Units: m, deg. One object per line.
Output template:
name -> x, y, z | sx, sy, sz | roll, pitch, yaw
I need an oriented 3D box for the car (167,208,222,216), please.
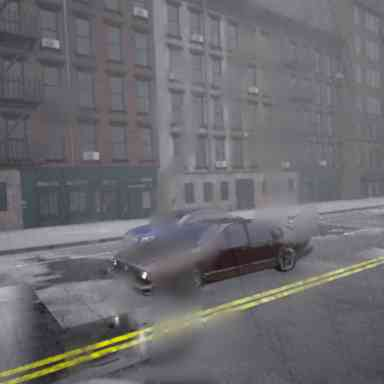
car -> -0.071, 1.305, 11.622 | 4.674, 1.442, 1.812 | -2, 1, -36

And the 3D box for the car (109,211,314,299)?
car -> 0.773, 1.370, 8.230 | 5.357, 1.411, 2.033 | -2, 1, -35
